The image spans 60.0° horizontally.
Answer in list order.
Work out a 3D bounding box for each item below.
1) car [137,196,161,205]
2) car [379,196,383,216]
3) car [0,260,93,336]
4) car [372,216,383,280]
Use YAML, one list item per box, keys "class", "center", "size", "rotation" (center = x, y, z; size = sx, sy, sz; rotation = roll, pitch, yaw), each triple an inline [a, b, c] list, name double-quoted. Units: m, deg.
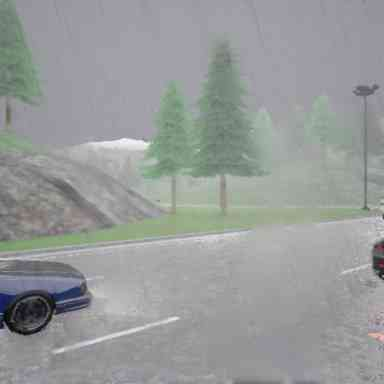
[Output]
- class: "car"
  center: [-6.703, 1.333, 52.013]
  size: [1.895, 1.301, 4.718]
  rotation: [-1, 0, -38]
- class: "car"
  center: [15.330, 0.938, 23.282]
  size: [5.566, 2.045, 2.150]
  rotation: [-1, 0, -36]
- class: "car"
  center: [-4.362, 1.557, 4.934]
  size: [5.357, 1.411, 2.033]
  rotation: [-1, 0, -36]
- class: "car"
  center: [6.354, 1.397, 8.280]
  size: [4.892, 1.490, 1.837]
  rotation: [-1, 1, -35]
